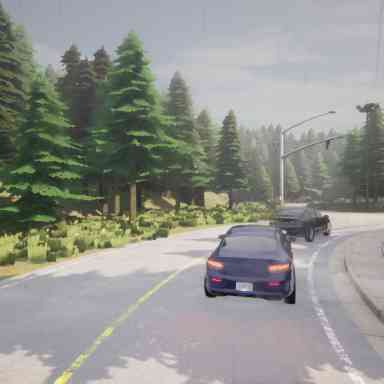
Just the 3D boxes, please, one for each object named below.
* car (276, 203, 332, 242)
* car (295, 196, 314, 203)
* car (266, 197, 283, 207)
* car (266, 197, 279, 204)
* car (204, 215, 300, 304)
[{"bbox_3d":[5.468,1.505,16.536,1.837,1.490,4.892,0,0,37],"label":"car"},{"bbox_3d":[21.958,1.519,64.722,4.902,1.511,2.128,0,0,-42],"label":"car"},{"bbox_3d":[13.437,1.553,53.922,1.812,1.442,4.674,0,0,26],"label":"car"},{"bbox_3d":[11.039,1.532,44.306,1.837,1.490,4.892,0,0,5],"label":"car"},{"bbox_3d":[1.541,1.526,8.166,1.812,1.442,4.674,0,0,15],"label":"car"}]
